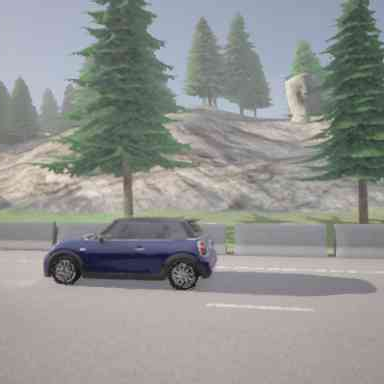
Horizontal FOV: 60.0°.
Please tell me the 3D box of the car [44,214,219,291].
[{"bbox_3d":[-1.610,1.443,9.043,4.553,1.767,2.097,-1,0,10],"label":"car"}]
